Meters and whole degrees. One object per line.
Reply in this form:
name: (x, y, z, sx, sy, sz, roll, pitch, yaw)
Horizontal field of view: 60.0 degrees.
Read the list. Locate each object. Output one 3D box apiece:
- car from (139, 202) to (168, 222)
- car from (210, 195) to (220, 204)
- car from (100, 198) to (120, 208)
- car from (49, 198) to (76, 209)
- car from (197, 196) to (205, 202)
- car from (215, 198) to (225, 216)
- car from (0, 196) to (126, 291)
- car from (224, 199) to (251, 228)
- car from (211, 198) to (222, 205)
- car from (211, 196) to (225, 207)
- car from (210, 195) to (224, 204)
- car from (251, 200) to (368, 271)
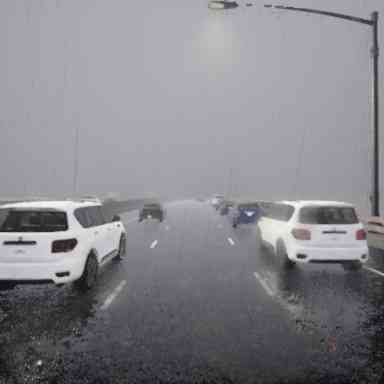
car: (-3.155, 1.613, 27.385, 1.837, 1.490, 4.892, 0, 0, 1)
car: (5.319, 1.647, 77.831, 2.150, 2.045, 5.566, 0, 0, 3)
car: (-13.182, 1.751, 53.585, 1.837, 1.490, 4.892, 0, 0, 2)
car: (-20.228, 1.729, 52.172, 2.128, 1.511, 4.902, 0, 0, 2)
car: (2.244, 1.930, 87.083, 1.994, 1.385, 4.181, 0, 0, 3)
car: (3.863, 1.647, 34.163, 2.163, 1.488, 4.792, 0, 0, 1)
car: (-3.362, 1.252, 9.211, 2.150, 2.045, 5.566, 0, 0, 0)
car: (3.672, 1.442, 23.183, 2.097, 1.767, 4.553, 0, 0, 1)
car: (4.850, 1.903, 66.885, 1.994, 1.385, 4.181, 0, 0, 2)
car: (4.124, 1.705, 45.082, 2.163, 1.488, 4.792, 0, 0, 2)
car: (4.453, 1.487, 56.002, 2.150, 2.045, 5.566, 0, 0, 2)
car: (3.652, 1.263, 11.170, 2.150, 2.045, 5.566, 0, 0, 0)
